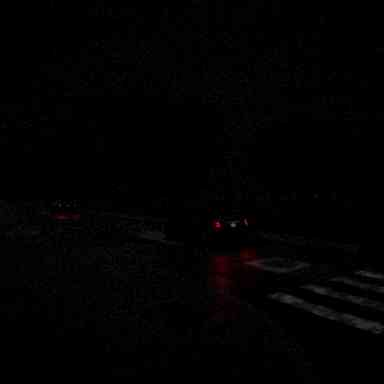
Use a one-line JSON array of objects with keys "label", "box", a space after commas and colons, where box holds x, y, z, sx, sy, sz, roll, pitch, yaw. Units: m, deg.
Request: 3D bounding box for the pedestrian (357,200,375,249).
[{"label": "pedestrian", "box": [6.356, 1.159, 12.170, 0.375, 1.860, 0.375, 0, 0, -34]}]

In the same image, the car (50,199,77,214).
[{"label": "car", "box": [-14.816, 1.563, 38.260, 2.097, 1.767, 4.553, -1, 0, -34]}]

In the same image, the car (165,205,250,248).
[{"label": "car", "box": [0.544, 1.407, 15.667, 2.097, 1.767, 4.553, -1, 0, -34]}]
